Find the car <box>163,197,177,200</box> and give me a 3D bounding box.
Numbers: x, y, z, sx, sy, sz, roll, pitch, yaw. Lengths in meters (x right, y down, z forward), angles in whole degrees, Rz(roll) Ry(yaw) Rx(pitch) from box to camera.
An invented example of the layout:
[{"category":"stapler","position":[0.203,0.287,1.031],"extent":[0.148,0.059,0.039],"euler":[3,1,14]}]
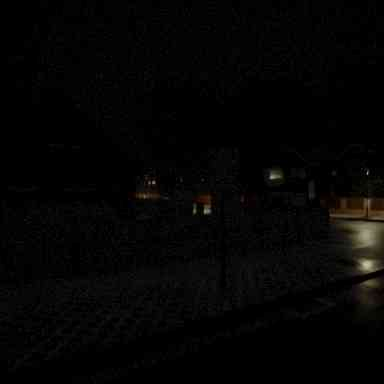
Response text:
[{"category":"car","position":[-2.396,1.324,37.689],"extent":[1.812,1.442,4.674],"euler":[0,0,-35]}]
